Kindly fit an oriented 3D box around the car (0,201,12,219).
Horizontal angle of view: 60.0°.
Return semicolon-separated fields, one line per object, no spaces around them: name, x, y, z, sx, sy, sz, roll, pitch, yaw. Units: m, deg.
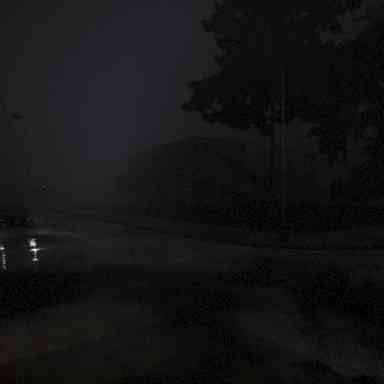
car;-17.034;1.540;28.900;1.994;1.385;4.181;-1;0;-35

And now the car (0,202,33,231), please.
car;-11.290;1.455;20.779;1.882;1.535;5.008;-1;0;-35
